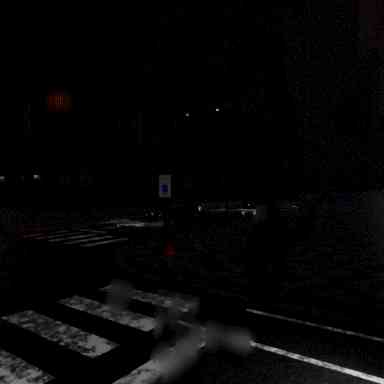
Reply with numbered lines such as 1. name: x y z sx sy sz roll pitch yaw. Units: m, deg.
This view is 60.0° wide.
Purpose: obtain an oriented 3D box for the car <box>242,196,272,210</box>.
1. car: 6.944 1.087 35.367 1.994 1.385 4.181 0 1 36

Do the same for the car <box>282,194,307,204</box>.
1. car: 13.915 0.965 45.077 1.895 1.301 4.718 0 1 36

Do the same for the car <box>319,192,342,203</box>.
1. car: 19.511 0.814 47.473 1.837 1.490 4.892 0 1 36

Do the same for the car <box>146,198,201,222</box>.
1. car: -1.213 1.217 23.981 1.837 1.490 4.892 0 0 36

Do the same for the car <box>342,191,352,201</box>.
1. car: 25.394 0.653 55.701 1.882 1.535 5.008 0 1 36
